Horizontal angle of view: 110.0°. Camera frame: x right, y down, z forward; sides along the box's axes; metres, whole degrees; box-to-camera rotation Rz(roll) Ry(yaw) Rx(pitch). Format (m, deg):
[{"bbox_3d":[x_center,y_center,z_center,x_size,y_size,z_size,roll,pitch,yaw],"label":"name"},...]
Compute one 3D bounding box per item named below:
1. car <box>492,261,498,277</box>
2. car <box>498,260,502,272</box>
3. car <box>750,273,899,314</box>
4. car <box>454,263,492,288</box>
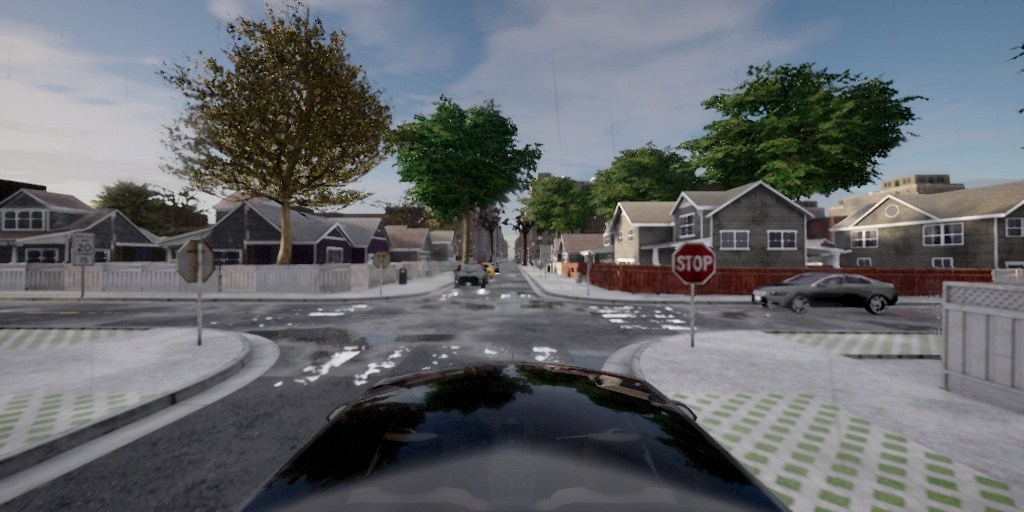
[{"bbox_3d":[-2.838,1.508,36.834,1.882,1.535,5.008,0,0,1],"label":"car"},{"bbox_3d":[-2.814,1.683,51.890,1.812,1.442,4.674,0,0,0],"label":"car"},{"bbox_3d":[12.139,1.413,14.126,4.902,1.511,2.128,0,0,0],"label":"car"},{"bbox_3d":[-2.842,1.292,25.792,2.097,1.767,4.553,0,0,0],"label":"car"}]
